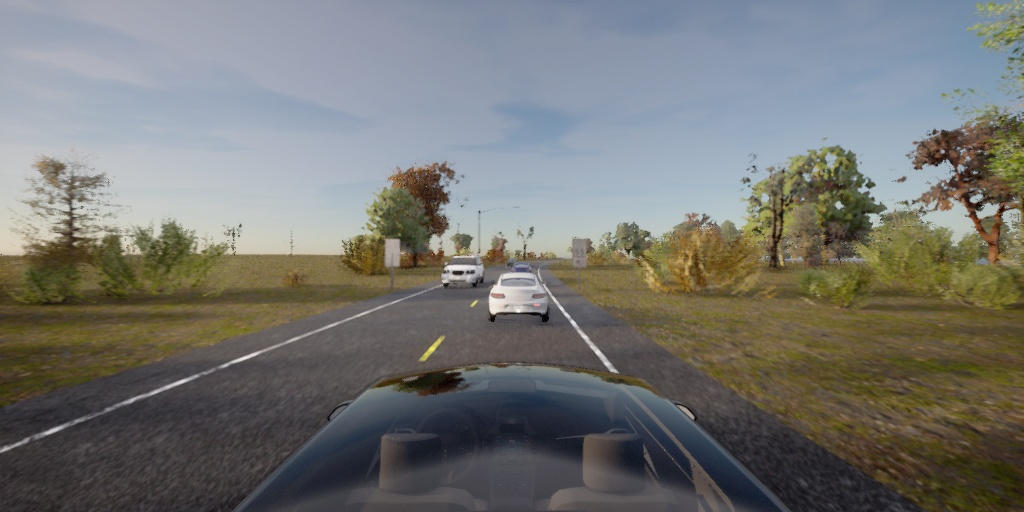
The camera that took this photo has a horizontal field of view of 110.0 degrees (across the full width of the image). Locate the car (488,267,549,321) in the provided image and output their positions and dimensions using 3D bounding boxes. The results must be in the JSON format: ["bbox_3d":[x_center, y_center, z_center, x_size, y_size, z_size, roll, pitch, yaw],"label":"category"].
[{"bbox_3d":[0.215,1.278,12.347,1.812,1.442,4.674,0,0,1],"label":"car"}]

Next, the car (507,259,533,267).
[{"bbox_3d":[0.853,1.276,31.012,1.812,1.442,4.674,0,0,3],"label":"car"}]

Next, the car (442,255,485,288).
[{"bbox_3d":[-3.149,0.973,24.192,2.150,2.045,5.566,0,0,2],"label":"car"}]
